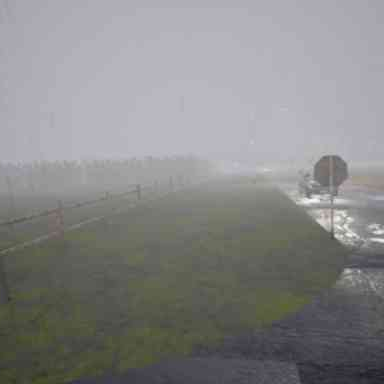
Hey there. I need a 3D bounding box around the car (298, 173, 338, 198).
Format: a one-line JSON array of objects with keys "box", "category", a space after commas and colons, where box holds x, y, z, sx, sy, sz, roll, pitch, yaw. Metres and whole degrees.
[{"box": [8.071, -0.513, 21.618, 1.812, 1.442, 4.674, -2, 5, 10], "category": "car"}]
